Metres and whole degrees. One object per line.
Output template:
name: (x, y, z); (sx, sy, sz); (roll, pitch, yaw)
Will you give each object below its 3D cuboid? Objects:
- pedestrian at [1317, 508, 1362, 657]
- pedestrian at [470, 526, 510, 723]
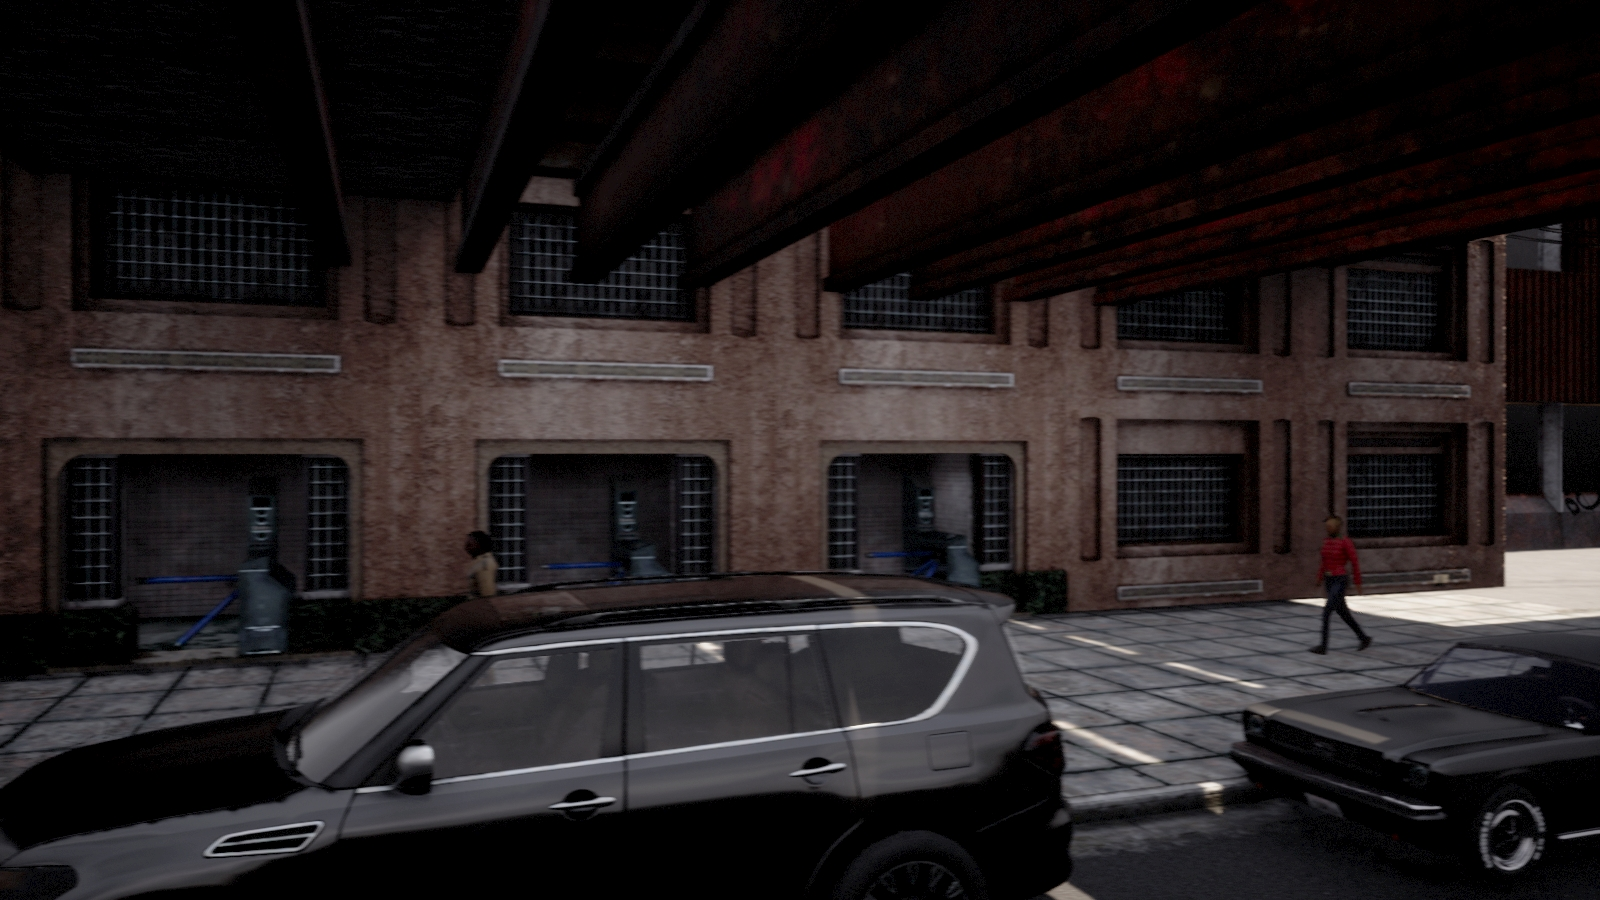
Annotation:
pedestrian: (6.956, 1.696, 14.742); (0.375, 1.860, 0.375); (0, 0, -15)
pedestrian: (-3.048, 1.696, 11.219); (0.375, 1.860, 0.375); (0, 0, -16)
